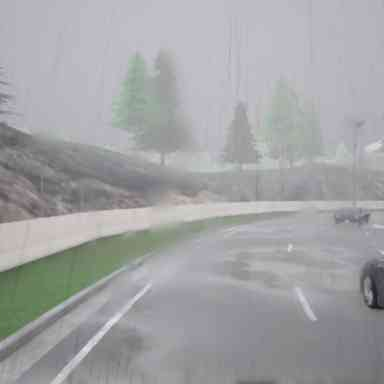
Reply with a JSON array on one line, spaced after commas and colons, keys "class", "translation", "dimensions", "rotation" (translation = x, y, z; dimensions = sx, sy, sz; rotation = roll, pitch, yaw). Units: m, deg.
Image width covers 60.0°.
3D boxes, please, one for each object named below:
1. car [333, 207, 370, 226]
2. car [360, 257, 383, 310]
[{"class": "car", "translation": [12.361, 1.814, 25.526], "dimensions": [1.895, 1.301, 4.718], "rotation": [0, 0, 36]}, {"class": "car", "translation": [4.226, 1.565, 5.026], "dimensions": [1.837, 1.490, 4.892], "rotation": [0, 0, 7]}]
